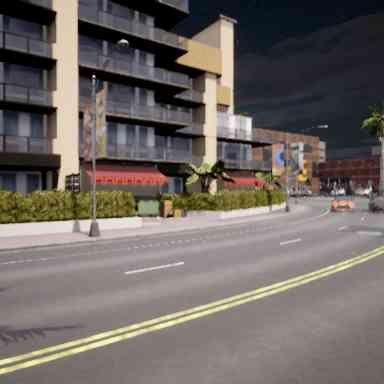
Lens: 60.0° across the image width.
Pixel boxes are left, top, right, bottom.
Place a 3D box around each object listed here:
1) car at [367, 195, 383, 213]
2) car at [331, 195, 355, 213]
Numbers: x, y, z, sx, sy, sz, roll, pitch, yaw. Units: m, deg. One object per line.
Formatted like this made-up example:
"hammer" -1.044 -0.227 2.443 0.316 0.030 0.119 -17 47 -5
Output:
"car" 19.187 1.325 33.863 1.837 1.490 4.892 0 0 23
"car" 15.796 1.183 34.848 2.097 1.767 4.553 0 0 23
